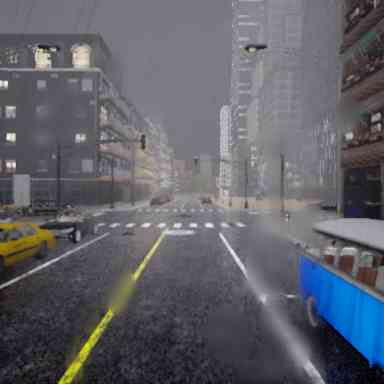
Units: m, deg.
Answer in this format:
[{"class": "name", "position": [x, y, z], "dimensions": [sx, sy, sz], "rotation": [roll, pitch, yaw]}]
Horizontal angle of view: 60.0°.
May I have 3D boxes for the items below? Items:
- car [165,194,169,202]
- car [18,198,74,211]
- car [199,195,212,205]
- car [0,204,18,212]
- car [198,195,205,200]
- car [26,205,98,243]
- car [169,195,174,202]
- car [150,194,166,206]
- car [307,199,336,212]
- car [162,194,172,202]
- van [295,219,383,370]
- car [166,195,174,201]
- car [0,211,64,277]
[{"class": "car", "position": [-5.713, 1.398, 59.380], "dimensions": [1.967, 1.590, 4.097], "rotation": [-1, 0, 0]}, {"class": "car", "position": [-12.611, 1.338, 29.950], "dimensions": [4.553, 1.767, 2.097], "rotation": [-1, 1, 0]}, {"class": "car", "position": [2.635, 1.503, 59.439], "dimensions": [1.887, 1.381, 4.507], "rotation": [-1, 0, 0]}, {"class": "car", "position": [-17.891, 1.473, 35.633], "dimensions": [4.829, 1.417, 1.752], "rotation": [0, 1, 0]}, {"class": "car", "position": [2.630, 1.492, 93.333], "dimensions": [1.887, 1.381, 4.507], "rotation": [-1, 0, 0]}, {"class": "car", "position": [-5.704, 1.537, 15.664], "dimensions": [2.008, 1.369, 4.403], "rotation": [-1, 0, 0]}, {"class": "car", "position": [-5.717, 1.268, 70.678], "dimensions": [2.192, 1.841, 5.009], "rotation": [-1, 0, 0]}, {"class": "car", "position": [-5.710, 1.505, 53.731], "dimensions": [1.887, 1.381, 4.507], "rotation": [-1, 0, 0]}, {"class": "car", "position": [14.668, 1.442, 35.693], "dimensions": [4.313, 1.339, 1.947], "rotation": [0, 1, 0]}, {"class": "car", "position": [-5.716, 1.392, 76.326], "dimensions": [1.967, 1.590, 4.097], "rotation": [-1, 0, 0]}, {"class": "van", "position": [2.675, 1.337, 4.302], "dimensions": [1.690, 1.788, 3.998], "rotation": [-1, 0, 0]}, {"class": "car", "position": [-5.716, 1.531, 87.625], "dimensions": [1.802, 1.307, 4.206], "rotation": [-1, 0, 0]}, {"class": "car", "position": [-5.703, 1.516, 9.830], "dimensions": [1.752, 1.417, 4.829], "rotation": [-1, 0, 0]}]
